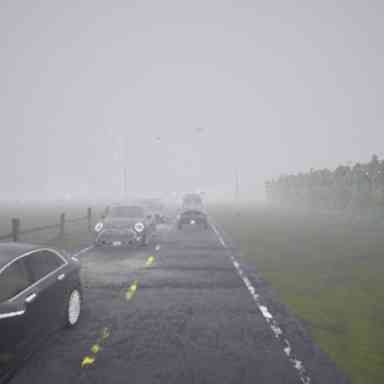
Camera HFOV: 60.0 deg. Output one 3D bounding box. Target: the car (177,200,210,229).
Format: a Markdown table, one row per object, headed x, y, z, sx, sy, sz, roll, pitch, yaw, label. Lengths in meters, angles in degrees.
| x | y | z | sx | sy | sz | roll | pitch | yaw | label |
| --- | --- | --- | --- | --- | --- | --- | --- | --- | --- |
| 0.063 | 1.501 | 21.570 | 1.837 | 1.490 | 4.892 | 0 | 0 | 0 | car |

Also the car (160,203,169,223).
| x | y | z | sx | sy | sz | roll | pitch | yaw | label |
| --- | --- | --- | --- | --- | --- | --- | --- | --- | --- |
| -2.769 | 1.545 | 25.591 | 2.033 | 1.411 | 5.357 | 0 | 0 | 0 | car |

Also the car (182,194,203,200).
| x | y | z | sx | sy | sz | roll | pitch | yaw | label |
| --- | --- | --- | --- | --- | --- | --- | --- | --- | --- |
| 0.067 | 1.218 | 37.716 | 2.150 | 2.045 | 5.566 | 0 | 0 | 0 | car |

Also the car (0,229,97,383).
| x | y | z | sx | sy | sz | roll | pitch | yaw | label |
| --- | --- | --- | --- | --- | --- | --- | --- | --- | --- |
| -2.846 | 1.507 | 4.139 | 1.837 | 1.490 | 4.892 | 0 | 0 | 0 | car |

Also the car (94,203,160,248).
| x | y | z | sx | sy | sz | roll | pitch | yaw | label |
| --- | --- | --- | --- | --- | --- | --- | --- | --- | --- |
| -2.824 | 1.351 | 14.813 | 2.097 | 1.767 | 4.553 | 0 | 0 | 0 | car |
